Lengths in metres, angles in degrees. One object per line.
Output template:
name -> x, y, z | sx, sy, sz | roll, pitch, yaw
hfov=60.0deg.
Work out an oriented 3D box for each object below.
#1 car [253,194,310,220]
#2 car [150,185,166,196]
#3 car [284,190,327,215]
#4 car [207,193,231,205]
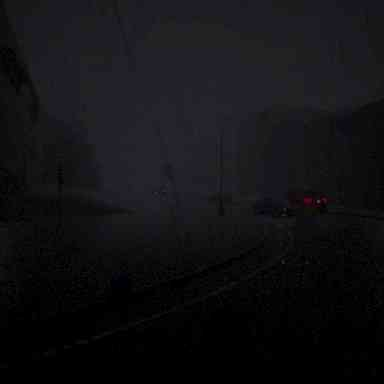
car -> 6.156, 1.102, 24.258 | 1.882, 1.535, 5.008 | 0, 1, -13
car -> -6.634, -0.310, 64.299 | 2.150, 2.045, 5.566 | 0, 3, -18
car -> 9.058, 0.813, 28.450 | 2.150, 2.045, 5.566 | 0, 0, -17
car -> 3.625, 0.875, 44.990 | 2.128, 1.511, 4.902 | 0, 1, -18
